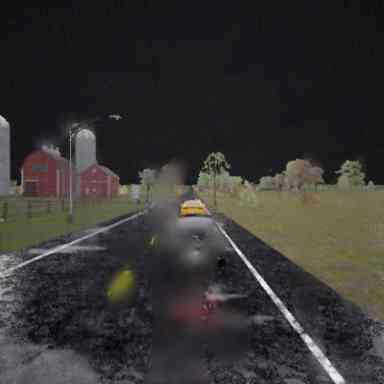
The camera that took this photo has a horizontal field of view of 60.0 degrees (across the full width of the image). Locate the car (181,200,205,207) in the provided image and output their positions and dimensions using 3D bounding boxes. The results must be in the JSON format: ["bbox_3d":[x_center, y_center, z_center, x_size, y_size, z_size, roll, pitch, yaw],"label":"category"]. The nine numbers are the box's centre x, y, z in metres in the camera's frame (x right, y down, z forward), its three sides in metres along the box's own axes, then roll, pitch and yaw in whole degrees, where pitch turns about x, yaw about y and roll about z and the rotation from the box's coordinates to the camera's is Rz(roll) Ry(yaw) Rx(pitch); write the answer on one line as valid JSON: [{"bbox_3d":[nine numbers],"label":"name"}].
[{"bbox_3d":[0.091,1.451,28.135,1.882,1.535,5.008,0,0,0],"label":"car"}]

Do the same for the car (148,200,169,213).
[{"bbox_3d":[-3.589,1.527,36.476,1.994,1.385,4.181,0,0,0],"label":"car"}]

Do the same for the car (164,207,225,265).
[{"bbox_3d":[0.087,1.496,11.619,1.837,1.490,4.892,0,0,0],"label":"car"}]
